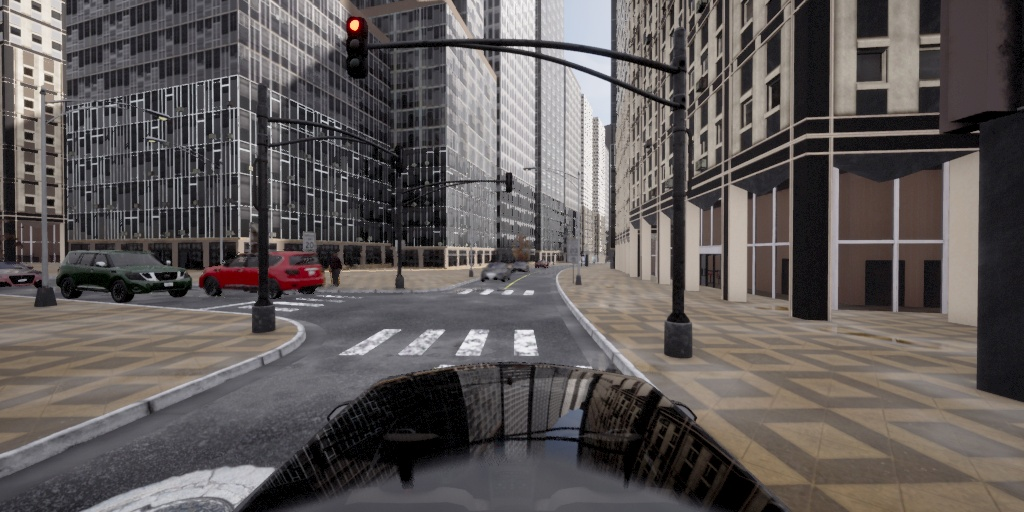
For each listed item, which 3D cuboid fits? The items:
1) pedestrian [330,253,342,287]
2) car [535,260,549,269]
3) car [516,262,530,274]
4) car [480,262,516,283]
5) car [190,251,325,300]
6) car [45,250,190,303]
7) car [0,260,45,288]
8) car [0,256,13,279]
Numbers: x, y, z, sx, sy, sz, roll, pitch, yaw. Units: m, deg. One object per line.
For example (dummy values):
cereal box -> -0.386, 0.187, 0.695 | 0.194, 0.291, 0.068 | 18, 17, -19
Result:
pedestrian -> -9.580, 0.716, 19.439 | 0.375, 1.860, 0.375 | 0, 0, 16
car -> 5.171, 1.437, 61.695 | 1.882, 1.535, 5.008 | 0, 0, 15
car -> 1.002, 1.392, 43.153 | 2.033, 1.411, 5.357 | 0, 0, 10
car -> -1.203, 1.276, 28.178 | 2.128, 1.511, 4.902 | 0, 0, 7
car -> -11.466, 0.809, 16.564 | 5.566, 2.045, 2.150 | 1, 1, 14
car -> -16.617, 0.770, 15.376 | 5.566, 2.045, 2.150 | 1, 1, 17
car -> -25.803, 0.981, 18.032 | 4.181, 1.385, 1.994 | 1, 1, 16
car -> -36.566, 0.731, 24.217 | 4.892, 1.490, 1.837 | 1, 1, 16
